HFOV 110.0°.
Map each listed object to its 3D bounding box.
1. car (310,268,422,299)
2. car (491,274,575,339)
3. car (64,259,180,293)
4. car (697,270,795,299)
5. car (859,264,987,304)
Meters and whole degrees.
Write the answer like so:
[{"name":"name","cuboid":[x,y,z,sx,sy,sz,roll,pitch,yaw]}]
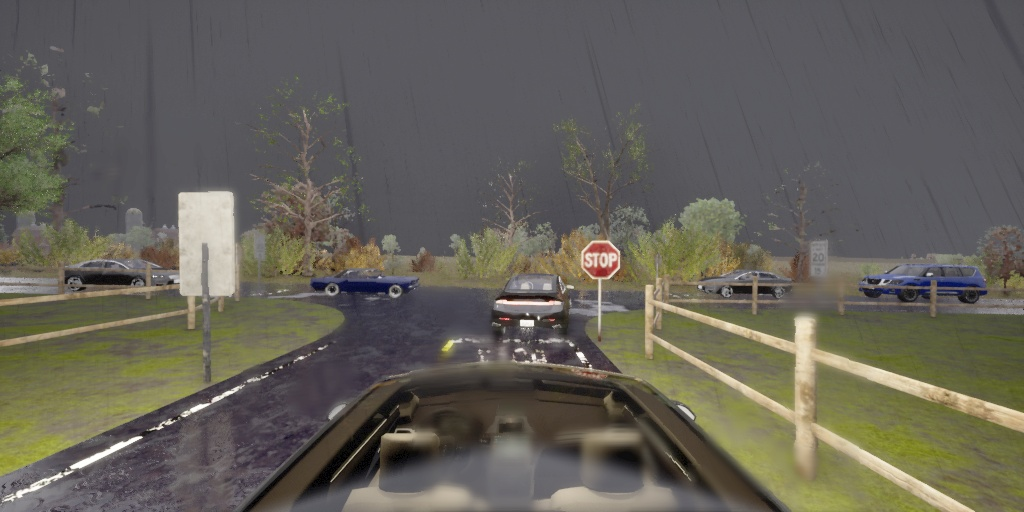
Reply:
[{"name":"car","cuboid":[-6.818,1.248,17.174,4.718,1.301,1.895,1,1,0]},{"name":"car","cuboid":[0.708,1.240,10.141,2.128,1.511,4.902,0,0,9]},{"name":"car","cuboid":[-18.486,0.885,17.194,4.902,1.511,2.128,1,1,0]},{"name":"car","cuboid":[13.008,1.525,20.096,4.902,1.511,2.128,1,1,0]},{"name":"car","cuboid":[22.904,1.466,20.082,5.566,2.045,2.150,1,1,0]}]
